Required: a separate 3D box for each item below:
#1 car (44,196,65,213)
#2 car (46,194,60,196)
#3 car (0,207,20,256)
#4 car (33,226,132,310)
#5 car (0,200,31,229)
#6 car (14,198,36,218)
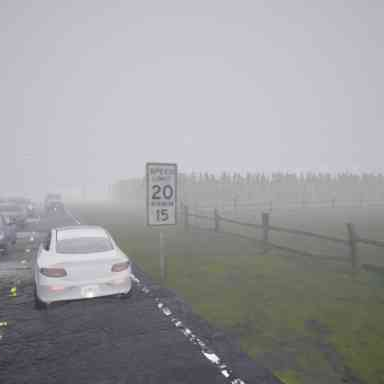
[{"bbox_3d":[-14.990,1.510,36.425,1.837,1.490,4.892,0,0,-23],"label":"car"},{"bbox_3d":[-19.007,1.227,45.555,2.150,2.045,5.566,0,0,-23],"label":"car"},{"bbox_3d":[-7.951,1.529,12.886,1.812,1.442,4.674,0,0,-24],"label":"car"},{"bbox_3d":[-2.683,1.528,7.890,1.812,1.442,4.674,0,0,-23],"label":"car"},{"bbox_3d":[-11.534,1.509,21.156,1.837,1.490,4.892,0,0,-23],"label":"car"},{"bbox_3d":[-15.427,1.357,30.190,2.097,1.767,4.553,0,0,-23],"label":"car"}]
